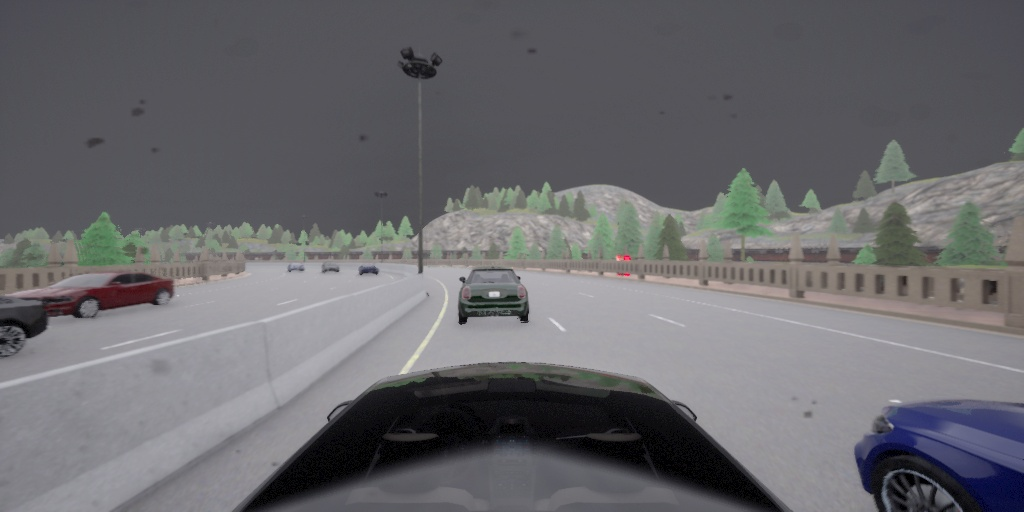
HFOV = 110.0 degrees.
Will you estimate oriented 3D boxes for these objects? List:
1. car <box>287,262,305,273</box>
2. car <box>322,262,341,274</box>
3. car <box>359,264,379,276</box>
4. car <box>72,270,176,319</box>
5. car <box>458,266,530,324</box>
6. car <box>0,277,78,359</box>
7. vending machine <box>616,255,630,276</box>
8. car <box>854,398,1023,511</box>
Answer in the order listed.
[{"bbox_3d":[-31.056,1.635,51.608,1.812,1.442,4.674,0,0,-36],"label":"car"},{"bbox_3d":[-23.808,1.523,47.104,1.837,1.490,4.892,0,-1,-31],"label":"car"},{"bbox_3d":[-15.858,1.517,39.729,1.895,1.301,4.718,0,0,-25],"label":"car"},{"bbox_3d":[-15.118,1.314,13.266,1.882,1.535,5.008,0,0,-9],"label":"car"},{"bbox_3d":[-0.726,1.111,12.291,2.097,1.767,4.553,0,0,-6],"label":"car"},{"bbox_3d":[-10.847,1.293,5.644,2.128,1.511,4.902,0,0,-4],"label":"car"},{"bbox_3d":[10.245,0.907,33.071,1.100,2.100,0.880,0,0,-16],"label":"vending machine"},{"bbox_3d":[3.467,1.261,0.696,1.812,1.442,4.674,0,0,1],"label":"car"}]
